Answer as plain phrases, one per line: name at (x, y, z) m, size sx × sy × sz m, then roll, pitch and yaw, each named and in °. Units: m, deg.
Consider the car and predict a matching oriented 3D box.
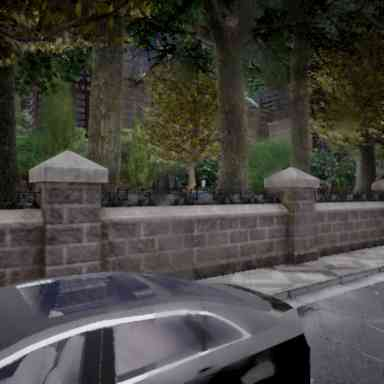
car at (-1.151, 1.493, 2.439) m, size 4.902 × 1.511 × 2.128 m, roll 0°, pitch 0°, yaw -35°
